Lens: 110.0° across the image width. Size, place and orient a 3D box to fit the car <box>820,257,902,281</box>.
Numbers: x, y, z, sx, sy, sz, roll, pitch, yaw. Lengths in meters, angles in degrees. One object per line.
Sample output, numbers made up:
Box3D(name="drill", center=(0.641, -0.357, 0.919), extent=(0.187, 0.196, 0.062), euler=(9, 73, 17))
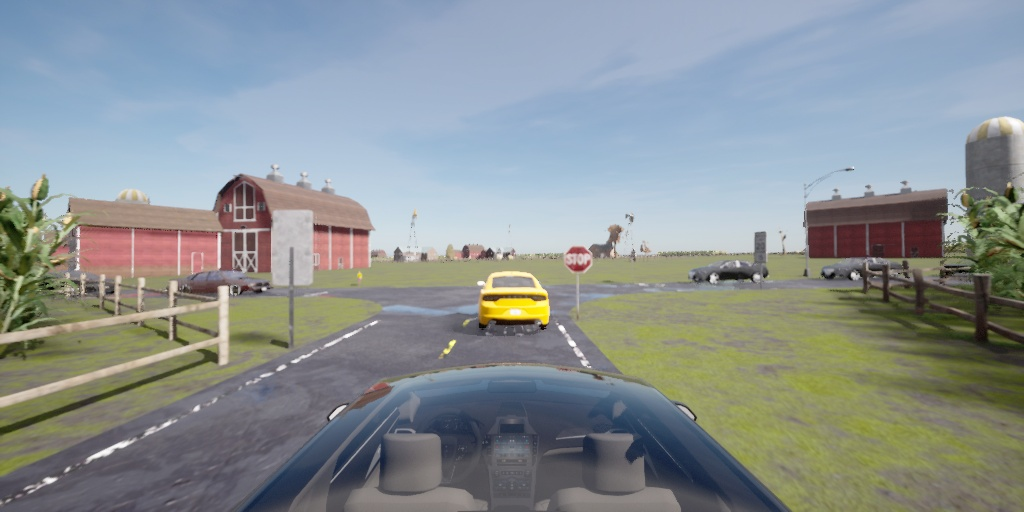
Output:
Box3D(name="car", center=(23.525, 0.848, 24.245), extent=(4.902, 1.511, 2.128), euler=(-1, 0, -7))

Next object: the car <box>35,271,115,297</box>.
Box3D(name="car", center=(-27.056, 1.655, 22.101), extent=(5.008, 1.535, 1.882), euler=(-1, -1, 8))

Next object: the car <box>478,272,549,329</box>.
Box3D(name="car", center=(-0.059, 1.235, 11.321), extent=(1.882, 1.535, 5.008), euler=(0, 0, -3))

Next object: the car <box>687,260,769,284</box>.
Box3D(name="car", center=(14.058, 1.011, 23.428), extent=(4.902, 1.511, 2.128), euler=(-1, 0, -4))

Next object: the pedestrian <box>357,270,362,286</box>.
Box3D(name="pedestrian", center=(-11.212, 1.636, 26.360), extent=(0.500, 1.100, 0.500), euler=(0, 0, 4))

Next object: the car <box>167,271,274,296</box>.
Box3D(name="car", center=(-16.943, 1.554, 20.920), extent=(5.357, 1.411, 2.033), euler=(-1, -1, 5))

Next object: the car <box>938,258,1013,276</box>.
Box3D(name="car", center=(33.320, 0.787, 25.556), extent=(4.718, 1.301, 1.895), euler=(-1, 0, -9))
